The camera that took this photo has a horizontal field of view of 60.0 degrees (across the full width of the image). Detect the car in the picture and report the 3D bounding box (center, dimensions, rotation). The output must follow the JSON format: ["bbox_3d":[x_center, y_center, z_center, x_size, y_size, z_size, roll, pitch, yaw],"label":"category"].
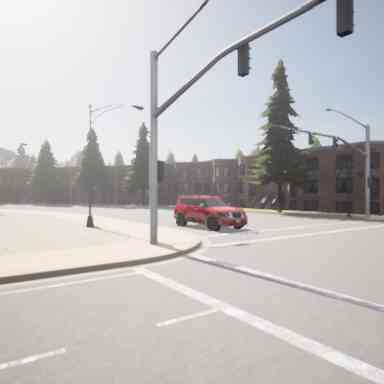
[{"bbox_3d":[0.991,1.256,20.936,2.150,2.045,5.566,0,1,-36],"label":"car"}]
